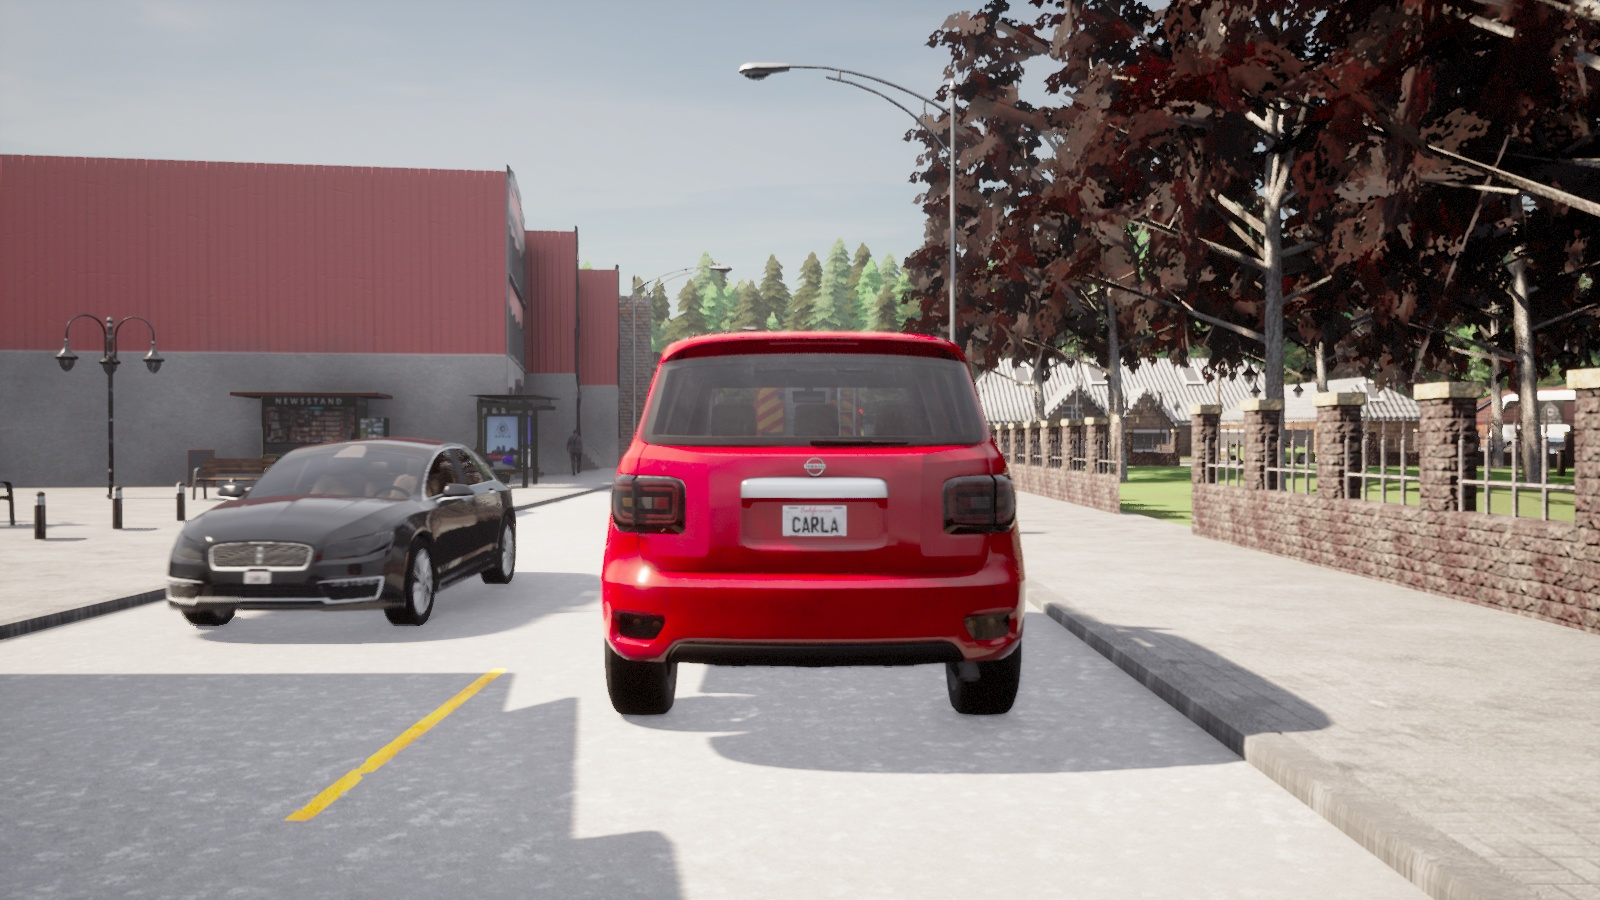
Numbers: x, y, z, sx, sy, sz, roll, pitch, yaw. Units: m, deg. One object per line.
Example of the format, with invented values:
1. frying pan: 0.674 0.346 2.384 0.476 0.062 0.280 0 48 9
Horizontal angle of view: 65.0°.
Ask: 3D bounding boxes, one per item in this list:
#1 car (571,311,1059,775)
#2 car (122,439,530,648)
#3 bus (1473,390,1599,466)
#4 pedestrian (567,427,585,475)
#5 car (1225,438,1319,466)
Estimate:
1. car: 0.065 0.392 8.317 2.150 2.045 5.566 0 0 0
2. car: -3.920 0.648 11.441 1.837 1.490 4.892 0 0 0
3. bus: 44.478 -1.225 72.073 10.273 4.253 3.944 0 0 29
4. pedestrian: -8.640 0.025 48.459 0.540 1.848 0.694 0 1 1
5. car: 26.317 0.101 70.092 4.514 1.525 2.007 0 1 -1
